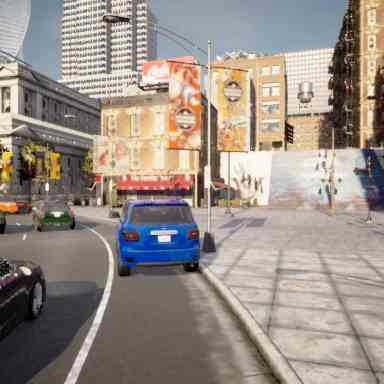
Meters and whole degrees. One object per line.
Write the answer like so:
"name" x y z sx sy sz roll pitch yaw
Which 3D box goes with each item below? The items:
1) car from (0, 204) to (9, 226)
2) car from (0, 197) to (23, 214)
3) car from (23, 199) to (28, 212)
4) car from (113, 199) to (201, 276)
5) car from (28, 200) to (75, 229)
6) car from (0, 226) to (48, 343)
"car" -11.693 1.588 19.010 1.895 1.301 4.718 0 0 -30
"car" -19.474 1.329 33.750 4.553 1.767 2.097 0 0 41
"car" -20.128 1.497 38.354 4.674 1.452 2.002 0 0 37
"car" -1.297 1.218 10.621 2.150 2.045 5.566 0 0 -14
"car" -8.780 1.341 20.886 2.097 1.767 4.553 0 0 -30
"car" -3.449 1.503 4.284 1.837 1.490 4.892 0 0 -7
